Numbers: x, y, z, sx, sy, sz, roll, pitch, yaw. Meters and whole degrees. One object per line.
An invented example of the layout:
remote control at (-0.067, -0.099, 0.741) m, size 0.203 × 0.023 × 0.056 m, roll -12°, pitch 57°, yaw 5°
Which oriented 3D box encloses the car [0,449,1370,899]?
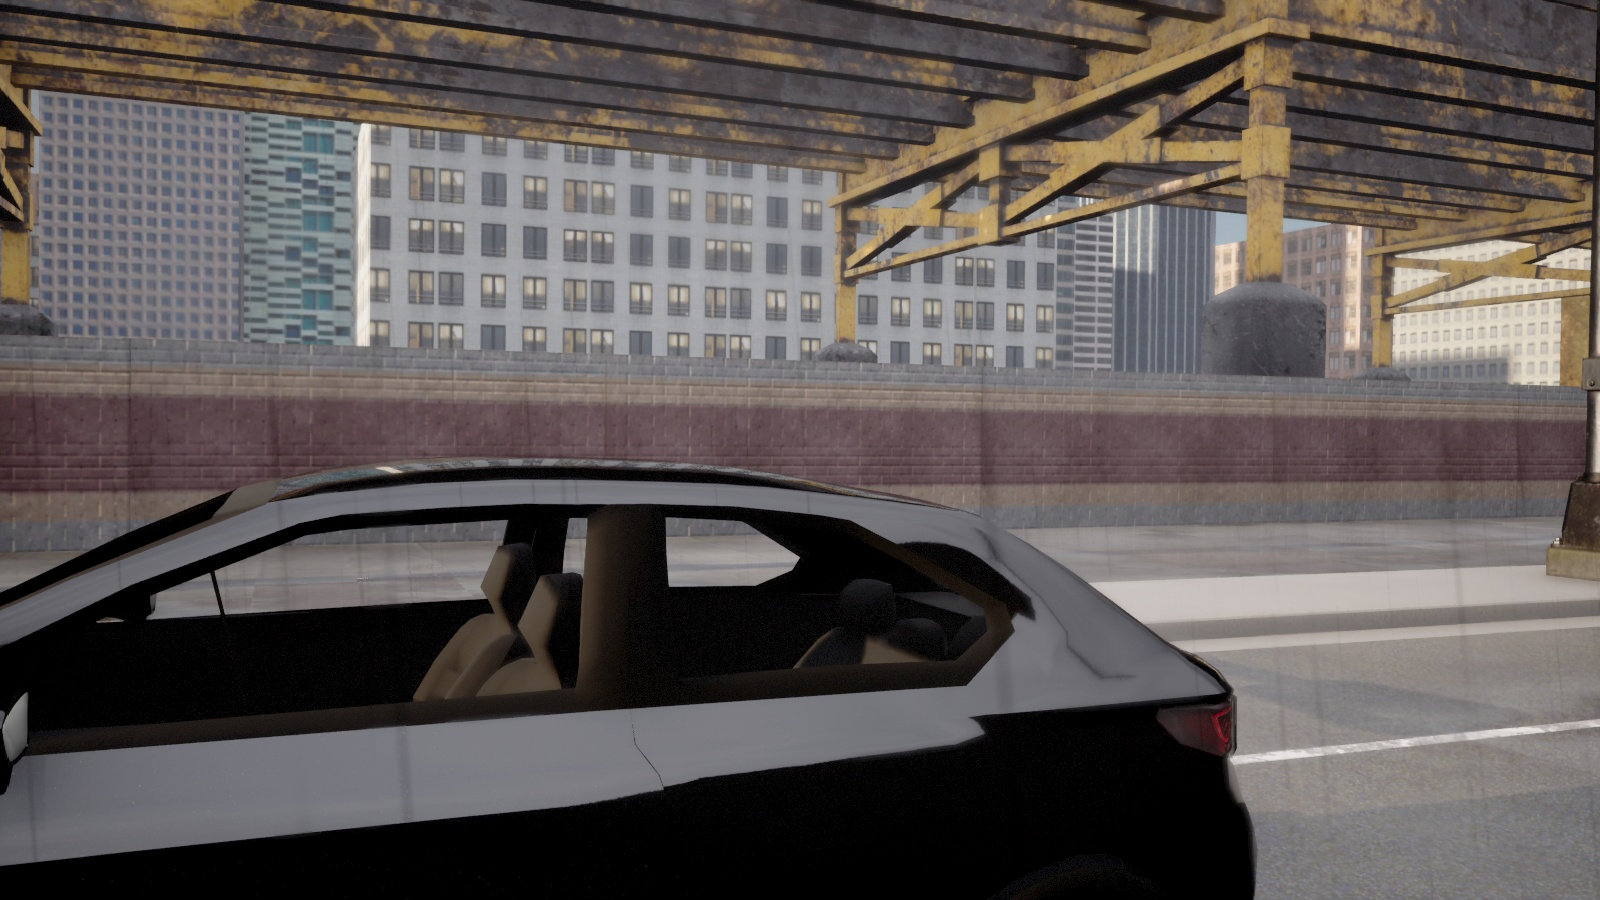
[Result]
car at (-1.042, 0.777, 2.843) m, size 4.193 × 1.474 × 1.816 m, roll -1°, pitch 1°, yaw -21°
